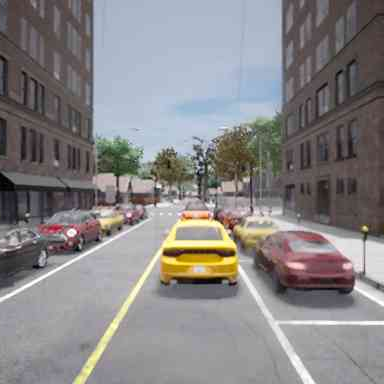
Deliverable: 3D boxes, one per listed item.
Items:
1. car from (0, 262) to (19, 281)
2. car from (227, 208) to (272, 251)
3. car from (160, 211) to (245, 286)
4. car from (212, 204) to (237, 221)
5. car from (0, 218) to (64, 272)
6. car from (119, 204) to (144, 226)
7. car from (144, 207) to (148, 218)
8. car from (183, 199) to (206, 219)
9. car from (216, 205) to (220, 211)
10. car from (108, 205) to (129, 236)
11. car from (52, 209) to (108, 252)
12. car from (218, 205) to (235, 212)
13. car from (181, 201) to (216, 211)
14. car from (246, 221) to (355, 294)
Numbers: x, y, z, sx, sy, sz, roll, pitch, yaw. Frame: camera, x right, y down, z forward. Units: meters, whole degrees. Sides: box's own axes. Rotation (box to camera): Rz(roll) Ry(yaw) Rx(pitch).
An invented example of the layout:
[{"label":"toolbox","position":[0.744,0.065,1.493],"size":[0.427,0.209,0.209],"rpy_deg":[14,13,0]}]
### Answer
[{"label":"car","position":[-2.848,1.514,1.168],"size":[1.837,1.490,4.892],"rpy_deg":[0,0,1]},{"label":"car","position":[2.757,1.645,14.400],"size":[1.752,1.417,4.829],"rpy_deg":[0,0,1]},{"label":"car","position":[0.181,1.557,9.716],"size":[1.882,1.535,5.008],"rpy_deg":[0,0,0]},{"label":"car","position":[2.905,1.826,30.783],"size":[1.947,1.339,4.313],"rpy_deg":[0,0,1]},{"label":"car","position":[-5.319,1.621,8.781],"size":[2.008,1.369,4.403],"rpy_deg":[0,0,1]},{"label":"car","position":[-5.170,1.652,25.337],"size":[1.967,1.590,4.097],"rpy_deg":[0,0,1]},{"label":"car","position":[-5.120,1.841,30.855],"size":[1.802,1.307,4.206],"rpy_deg":[0,0,1]},{"label":"car","position":[0.284,1.627,32.487],"size":[2.097,1.767,4.553],"rpy_deg":[0,0,1]},{"label":"car","position":[2.855,1.795,25.265],"size":[1.802,1.307,4.206],"rpy_deg":[0,0,1]},{"label":"car","position":[-5.221,1.688,19.648],"size":[1.752,1.417,4.829],"rpy_deg":[0,0,1]},{"label":"car","position":[-5.269,1.557,14.300],"size":[1.967,1.590,4.097],"rpy_deg":[0,0,1]},{"label":"car","position":[2.805,1.710,19.748],"size":[1.887,1.381,4.507],"rpy_deg":[0,0,1]},{"label":"car","position":[0.294,1.542,22.655],"size":[2.097,1.767,4.553],"rpy_deg":[0,0,1]},{"label":"car","position":[2.706,1.654,8.712],"size":[1.802,1.307,4.206],"rpy_deg":[0,0,1]}]
